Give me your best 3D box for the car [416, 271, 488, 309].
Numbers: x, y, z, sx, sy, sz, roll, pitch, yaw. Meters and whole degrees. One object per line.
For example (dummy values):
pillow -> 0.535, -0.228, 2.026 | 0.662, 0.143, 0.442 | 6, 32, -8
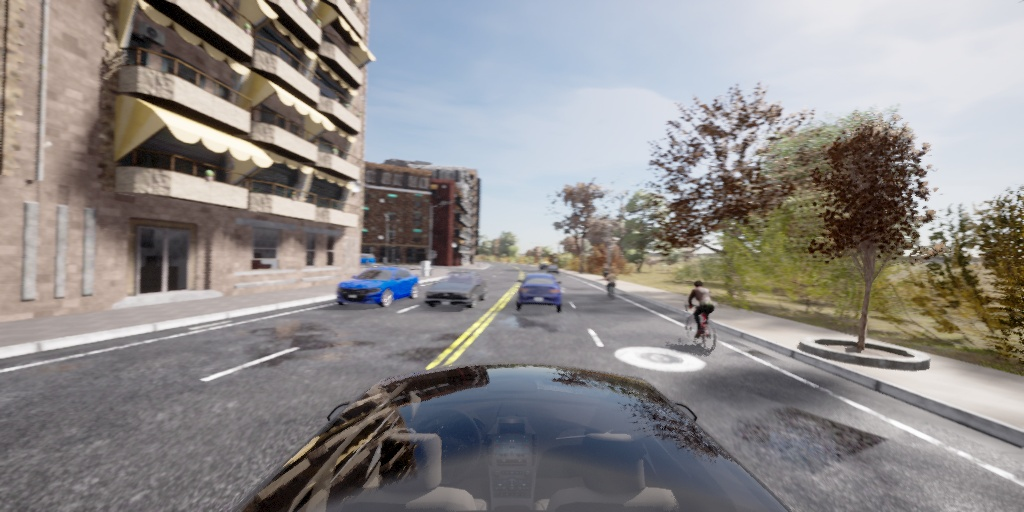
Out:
car -> -2.233, 1.401, 15.931 | 2.033, 1.411, 5.357 | 2, -1, 5

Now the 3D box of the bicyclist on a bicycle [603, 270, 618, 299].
bicyclist on a bicycle -> 5.564, 1.587, 20.158 | 0.866, 1.612, 1.509 | 2, -1, 4

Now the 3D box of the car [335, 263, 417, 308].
car -> -5.541, 1.221, 15.408 | 1.882, 1.535, 5.008 | 2, -1, 5

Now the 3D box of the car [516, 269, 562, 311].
car -> 1.187, 1.484, 15.672 | 1.812, 1.442, 4.674 | 2, -1, 5

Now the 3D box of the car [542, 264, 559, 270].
car -> 6.530, 2.176, 57.895 | 2.033, 1.411, 5.357 | 2, -1, 1

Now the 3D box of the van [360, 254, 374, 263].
van -> -24.480, 0.563, 58.200 | 3.998, 1.789, 1.690 | 0, 0, -27

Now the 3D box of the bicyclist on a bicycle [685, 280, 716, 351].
bicyclist on a bicycle -> 4.677, 1.438, 8.918 | 0.582, 1.620, 1.656 | 2, -1, 5
